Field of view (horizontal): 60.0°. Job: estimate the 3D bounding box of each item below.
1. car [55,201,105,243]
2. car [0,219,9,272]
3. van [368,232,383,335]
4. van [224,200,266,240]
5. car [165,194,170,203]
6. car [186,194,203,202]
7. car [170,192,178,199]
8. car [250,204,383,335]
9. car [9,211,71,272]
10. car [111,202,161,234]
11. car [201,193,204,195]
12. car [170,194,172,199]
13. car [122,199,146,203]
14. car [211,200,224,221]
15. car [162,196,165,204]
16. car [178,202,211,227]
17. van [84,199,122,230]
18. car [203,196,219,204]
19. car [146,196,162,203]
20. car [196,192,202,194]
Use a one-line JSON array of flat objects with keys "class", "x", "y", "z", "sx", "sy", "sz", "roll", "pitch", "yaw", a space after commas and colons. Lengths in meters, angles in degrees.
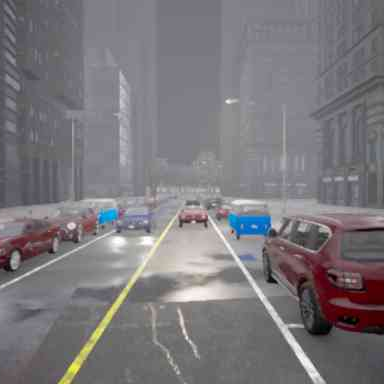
[{"class": "car", "x": -5.768, "y": 1.433, "z": 15.642, "sx": 1.967, "sy": 1.590, "sz": 4.097, "roll": -1, "pitch": 0, "yaw": 0}, {"class": "car", "x": -5.773, "y": 1.313, "z": 5.870, "sx": 2.192, "sy": 1.841, "sz": 5.009, "roll": -1, "pitch": 0, "yaw": 0}, {"class": "van", "x": 2.770, "y": 1.340, "z": 1.574, "sx": 1.690, "sy": 1.788, "sz": 3.998, "roll": -1, "pitch": 0, "yaw": 0}, {"class": "van", "x": 2.794, "y": 1.332, "z": 16.836, "sx": 1.690, "sy": 1.788, "sz": 3.998, "roll": -1, "pitch": 0, "yaw": 0}, {"class": "car", "x": -5.749, "y": 1.487, "z": 62.747, "sx": 2.008, "sy": 1.369, "sz": 4.403, "roll": -1, "pitch": 0, "yaw": 0}, {"class": "car", "x": 0.114, "y": 1.444, "z": 45.318, "sx": 1.882, "sy": 1.535, "sz": 5.008, "roll": 0, "pitch": 0, "yaw": 0}, {"class": "car", "x": -5.737, "y": 1.422, "z": 95.097, "sx": 1.802, "sy": 1.307, "sz": 4.206, "roll": -1, "pitch": 0, "yaw": 0}, {"class": "car", "x": 2.778, "y": 1.312, "z": 6.661, "sx": 2.192, "sy": 1.841, "sz": 5.009, "roll": -1, "pitch": 0, "yaw": 0}, {"class": "car", "x": -5.768, "y": 1.540, "z": 10.757, "sx": 1.887, "sy": 1.381, "sz": 4.507, "roll": -1, "pitch": 0, "yaw": 0}, {"class": "car", "x": -3.069, "y": 1.516, "z": 19.239, "sx": 1.812, "sy": 1.442, "sz": 4.674, "roll": 0, "pitch": 0, "yaw": 0}, {"class": "car", "x": 2.776, "y": 1.460, "z": 63.089, "sx": 1.752, "sy": 1.417, "sz": 4.829, "roll": -1, "pitch": 0, "yaw": 0}, {"class": "car", "x": -5.747, "y": 1.489, "z": 68.126, "sx": 1.947, "sy": 1.339, "sz": 4.313, "roll": -1, "pitch": 0, "yaw": 0}, {"class": "car", "x": -5.763, "y": 1.423, "z": 30.479, "sx": 1.967, "sy": 1.590, "sz": 4.097, "roll": -1, "pitch": 0, "yaw": 0}, {"class": "car", "x": 2.763, "y": 1.566, "z": 26.500, "sx": 1.802, "sy": 1.307, "sz": 4.206, "roll": -1, "pitch": 0, "yaw": 0}, {"class": "car", "x": -5.753, "y": 1.539, "z": 51.992, "sx": 1.802, "sy": 1.307, "sz": 4.206, "roll": -1, "pitch": 0, "yaw": 0}, {"class": "car", "x": 0.094, "y": 1.588, "z": 22.767, "sx": 1.895, "sy": 1.301, "sz": 4.718, "roll": 0, "pitch": 0, "yaw": 0}, {"class": "van", "x": -5.768, "y": 1.331, "z": 20.529, "sx": 1.690, "sy": 1.788, "sz": 3.998, "roll": -1, "pitch": 0, "yaw": 0}, {"class": "car", "x": 2.768, "y": 1.537, "z": 42.107, "sx": 1.947, "sy": 1.339, "sz": 4.313, "roll": -1, "pitch": 0, "yaw": 0}, {"class": "car", "x": -5.756, "y": 1.510, "z": 46.614, "sx": 1.887, "sy": 1.381, "sz": 4.507, "roll": -1, "pitch": 0, "yaw": 0}, {"class": "car", "x": 2.788, "y": 1.364, "z": 95.272, "sx": 1.752, "sy": 1.417, "sz": 4.829, "roll": -1, "pitch": 0, "yaw": 0}]
